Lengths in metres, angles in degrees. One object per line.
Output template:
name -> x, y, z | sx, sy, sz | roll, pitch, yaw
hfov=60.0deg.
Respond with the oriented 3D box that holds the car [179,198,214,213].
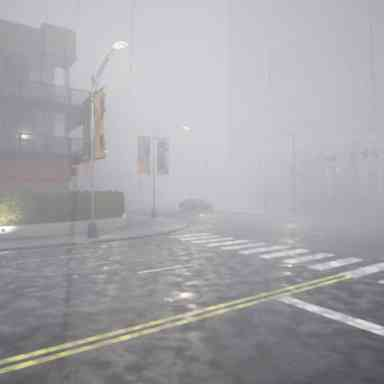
car -> 0.408, 1.465, 37.218 | 1.882, 1.535, 5.008 | 0, 0, -35
